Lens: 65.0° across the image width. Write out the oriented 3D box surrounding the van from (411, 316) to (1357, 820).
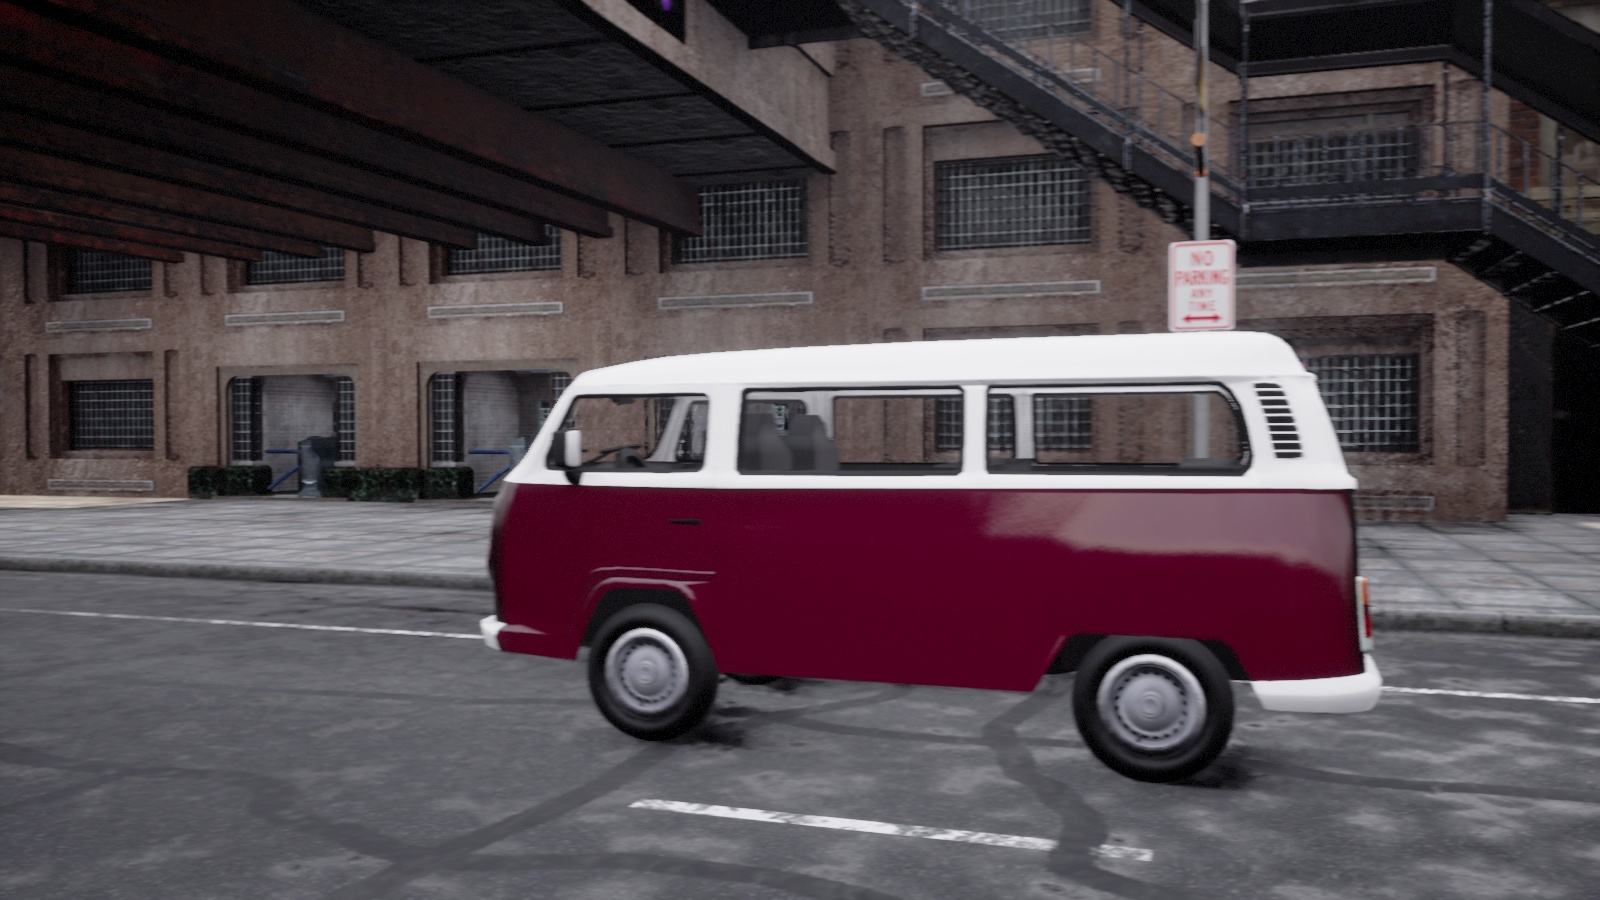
[{"bbox_3d":[0.441,0.443,6.762,4.480,2.038,2.069,1,1,18],"label":"van"}]
